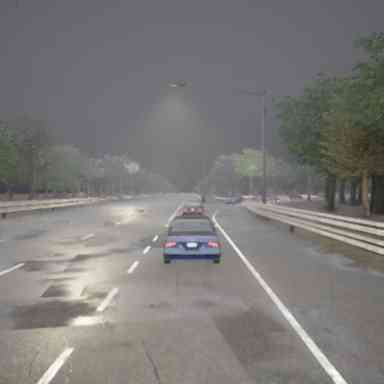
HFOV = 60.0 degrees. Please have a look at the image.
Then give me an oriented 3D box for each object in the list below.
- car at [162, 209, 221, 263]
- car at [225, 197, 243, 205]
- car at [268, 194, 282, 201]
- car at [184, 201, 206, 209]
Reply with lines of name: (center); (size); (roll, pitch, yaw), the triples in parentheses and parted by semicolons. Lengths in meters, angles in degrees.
car: (-0.005, 1.540, 11.891); (2.033, 1.411, 5.357); (0, 0, 0)
car: (7.455, 1.509, 58.689); (2.033, 1.411, 5.357); (0, 0, 25)
car: (19.407, 1.272, 78.088); (2.097, 1.767, 4.553); (0, 0, 41)
car: (0.259, 1.530, 30.139); (2.033, 1.411, 5.357); (0, 0, 5)
